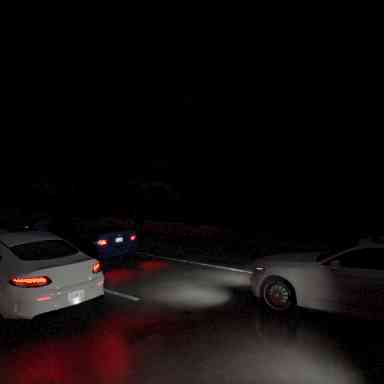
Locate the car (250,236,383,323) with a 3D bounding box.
[{"bbox_3d":[3.332,1.524,5.915,4.674,1.442,1.812,0,0,36],"label":"car"}]

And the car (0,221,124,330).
[{"bbox_3d":[-3.720,1.455,6.676,4.674,1.442,1.812,1,1,36],"label":"car"}]

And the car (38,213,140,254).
[{"bbox_3d":[-4.196,1.429,11.335,5.357,1.411,2.033,1,1,36],"label":"car"}]
